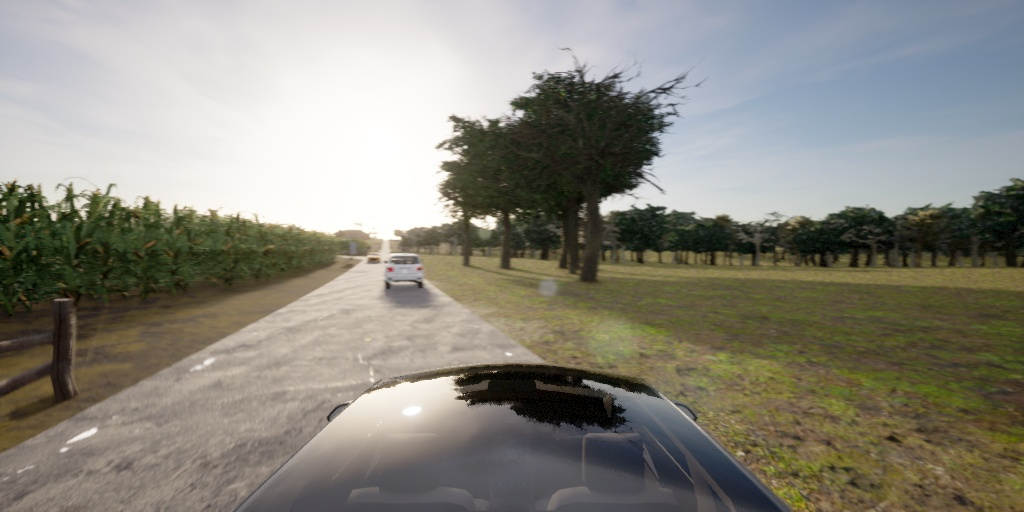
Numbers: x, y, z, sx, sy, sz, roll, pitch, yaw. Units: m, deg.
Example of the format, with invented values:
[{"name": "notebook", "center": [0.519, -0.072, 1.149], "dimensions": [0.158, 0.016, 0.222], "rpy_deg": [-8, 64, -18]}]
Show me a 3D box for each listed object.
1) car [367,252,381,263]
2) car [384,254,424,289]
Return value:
[{"name": "car", "center": [-21.546, 0.200, 56.109], "dimensions": [1.882, 1.535, 5.008], "rpy_deg": [0, 2, -19]}, {"name": "car", "center": [-6.826, 0.854, 22.621], "dimensions": [2.150, 2.045, 5.566], "rpy_deg": [0, 1, -18]}]
